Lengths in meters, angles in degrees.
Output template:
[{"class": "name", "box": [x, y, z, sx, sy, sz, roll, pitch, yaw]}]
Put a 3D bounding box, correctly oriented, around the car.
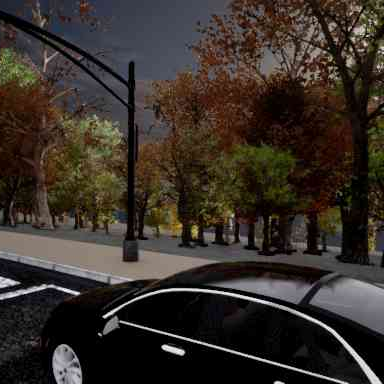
[{"class": "car", "box": [0.389, 1.504, 3.397, 4.892, 1.490, 1.837, 0, 0, 36]}]
